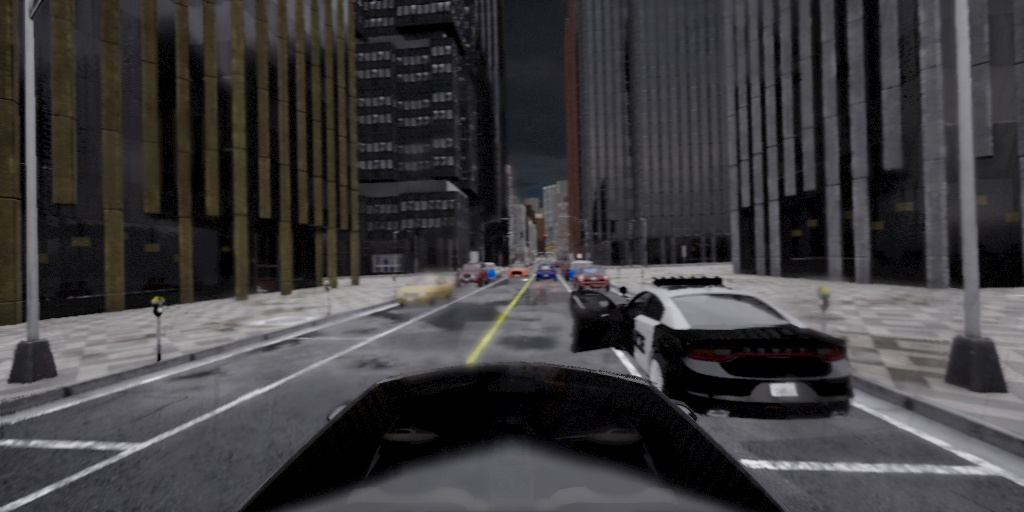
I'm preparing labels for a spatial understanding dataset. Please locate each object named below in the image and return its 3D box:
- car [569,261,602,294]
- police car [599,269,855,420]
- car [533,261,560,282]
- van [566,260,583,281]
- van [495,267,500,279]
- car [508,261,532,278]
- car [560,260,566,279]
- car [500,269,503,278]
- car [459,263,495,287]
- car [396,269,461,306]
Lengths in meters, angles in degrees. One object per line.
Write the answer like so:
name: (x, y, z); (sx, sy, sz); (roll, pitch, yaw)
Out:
car: (4.915, 1.326, 22.568); (1.967, 1.591, 4.097); (0, 0, 5)
police car: (2.951, 1.159, 6.163); (1.930, 1.638, 5.238); (-1, -1, 5)
car: (3.167, 1.533, 33.123); (1.882, 1.535, 5.008); (-1, -1, 6)
van: (5.431, 1.282, 28.068); (1.690, 1.789, 3.998); (0, 0, 5)
van: (-2.542, 1.547, 34.378); (1.690, 1.789, 3.998); (0, 0, 5)
car: (0.746, 1.556, 40.547); (2.097, 1.767, 4.553); (-1, -1, 6)
car: (5.946, 1.311, 33.569); (2.192, 1.841, 5.009); (0, 0, 5)
car: (-2.040, 1.787, 39.708); (1.751, 1.417, 4.829); (0, 0, 5)
car: (-3.060, 1.466, 28.877); (2.192, 1.841, 5.009); (0, 0, 5)
car: (-4.112, 1.568, 17.708); (1.751, 1.417, 4.829); (0, 0, 5)
